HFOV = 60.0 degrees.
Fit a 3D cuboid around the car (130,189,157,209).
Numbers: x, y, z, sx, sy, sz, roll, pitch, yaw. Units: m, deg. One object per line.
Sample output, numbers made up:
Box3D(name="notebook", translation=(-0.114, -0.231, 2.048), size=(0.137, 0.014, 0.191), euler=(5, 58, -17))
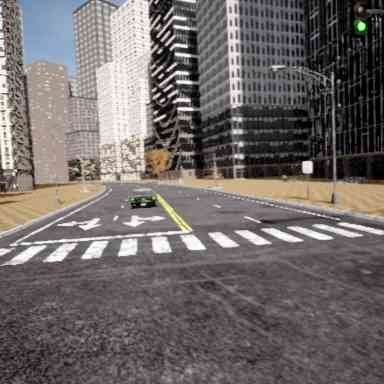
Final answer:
Box3D(name="car", translation=(-3.695, 0.448, 25.088), size=(1.895, 1.301, 4.718), euler=(-3, 3, -9))
